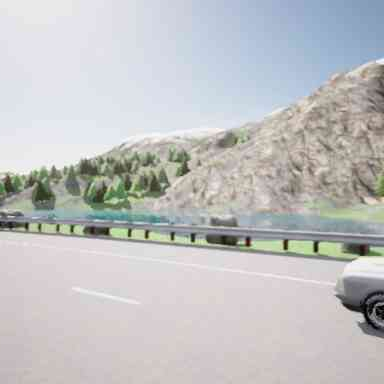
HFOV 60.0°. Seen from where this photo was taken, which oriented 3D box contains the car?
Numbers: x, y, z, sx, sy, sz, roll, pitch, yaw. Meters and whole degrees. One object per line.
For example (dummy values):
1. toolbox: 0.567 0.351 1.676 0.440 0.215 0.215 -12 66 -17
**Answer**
1. car: 4.762 1.553 5.041 4.718 1.301 1.895 0 0 35
